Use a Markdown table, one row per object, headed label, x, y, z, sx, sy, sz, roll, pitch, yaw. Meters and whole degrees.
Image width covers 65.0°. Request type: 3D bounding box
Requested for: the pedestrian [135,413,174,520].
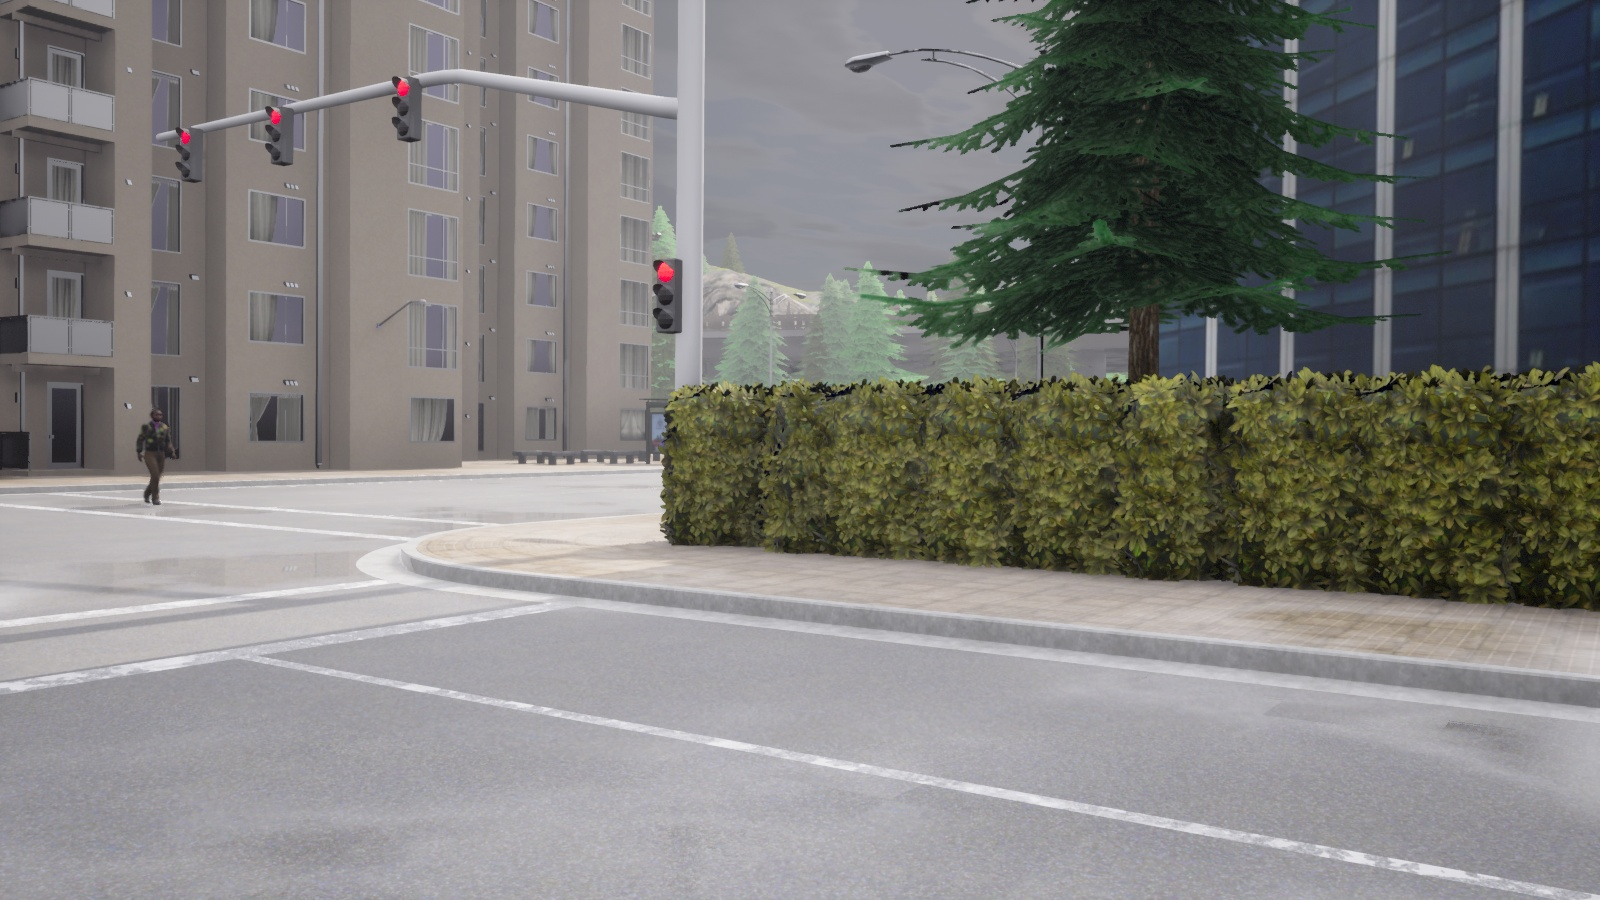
| label | x | y | z | sx | sy | sz | roll | pitch | yaw |
| --- | --- | --- | --- | --- | --- | --- | --- | --- | --- |
| pedestrian | -11.891 | 0.292 | 23.138 | 0.692 | 1.930 | 0.395 | 0 | 1 | 41 |
